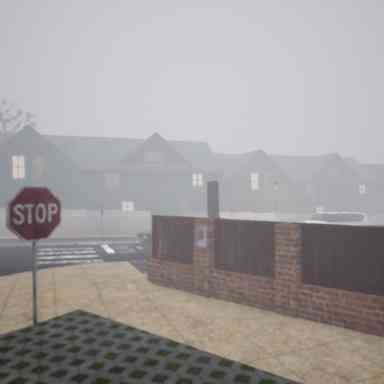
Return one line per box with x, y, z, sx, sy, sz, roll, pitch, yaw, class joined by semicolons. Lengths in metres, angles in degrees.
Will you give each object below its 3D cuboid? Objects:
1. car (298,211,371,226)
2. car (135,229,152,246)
9.144;2.283;21.825;5.566;2.045;2.150;2;-2;-22;car
-0.287;2.232;17.944;5.357;1.411;2.033;2;-2;-24;car
